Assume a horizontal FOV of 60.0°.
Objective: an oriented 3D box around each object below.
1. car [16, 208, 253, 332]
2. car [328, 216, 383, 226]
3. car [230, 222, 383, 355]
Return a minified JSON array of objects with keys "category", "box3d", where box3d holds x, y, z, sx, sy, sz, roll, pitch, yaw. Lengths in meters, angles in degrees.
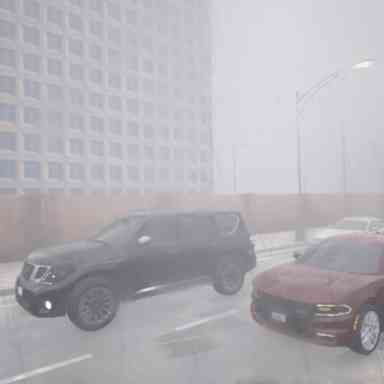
[{"category":"car","box3d":[-0.906,1.434,7.700,5.566,2.045,2.150,0,-2,-37]},{"category":"car","box3d":[6.755,1.747,13.533,4.674,1.442,1.812,0,-2,-37]},{"category":"car","box3d":[3.267,1.587,6.471,5.008,1.535,1.882,0,-2,-37]}]
